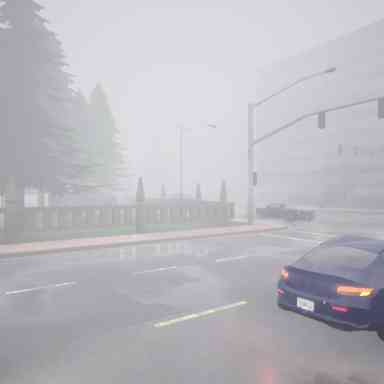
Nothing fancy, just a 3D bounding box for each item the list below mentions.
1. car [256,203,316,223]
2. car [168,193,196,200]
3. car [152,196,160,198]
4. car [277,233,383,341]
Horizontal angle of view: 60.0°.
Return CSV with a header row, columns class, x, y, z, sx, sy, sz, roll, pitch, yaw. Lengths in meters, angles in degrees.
class,x,y,z,sx,sy,sz,roll,pitch,yaw
car,7.025,1.545,25.163,1.895,1.301,4.718,0,0,-27
car,-1.008,1.162,38.456,2.150,2.045,5.566,0,0,-28
car,-5.873,1.470,54.911,1.812,1.442,4.674,0,0,-4
car,3.593,1.526,6.332,4.674,1.442,1.812,0,0,-35
